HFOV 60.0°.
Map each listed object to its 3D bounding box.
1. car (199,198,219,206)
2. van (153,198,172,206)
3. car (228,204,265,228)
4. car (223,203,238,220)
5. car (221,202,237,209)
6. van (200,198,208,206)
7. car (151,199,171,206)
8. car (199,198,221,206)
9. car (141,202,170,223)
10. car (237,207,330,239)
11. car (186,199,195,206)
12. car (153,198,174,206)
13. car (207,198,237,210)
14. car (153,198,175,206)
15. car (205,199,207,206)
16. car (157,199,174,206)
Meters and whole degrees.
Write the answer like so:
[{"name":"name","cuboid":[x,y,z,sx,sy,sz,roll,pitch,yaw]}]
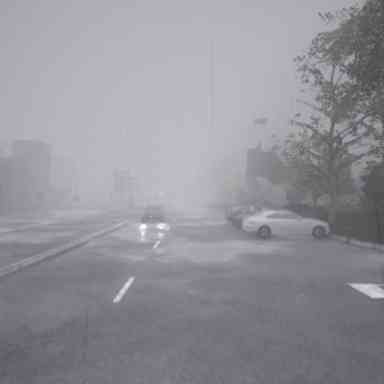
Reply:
[{"name":"car","cuboid":[4.680,2.833,92.874,5.566,2.045,2.435,0,-2,-1]},{"name":"van","cuboid":[-7.329,2.470,82.740,4.442,1.987,1.878,0,-2,-1]},{"name":"car","cuboid":[5.088,1.726,21.398,5.008,1.535,2.097,0,-1,0]},{"name":"car","cuboid":[5.076,1.765,24.671,4.892,1.521,2.231,0,-1,0]},{"name":"car","cuboid":[5.078,1.842,27.947,4.674,1.452,2.002,0,-1,0]},{"name":"van","cuboid":[4.764,2.274,76.247,4.442,1.987,1.878,0,-2,-1]},{"name":"car","cuboid":[-7.387,2.471,79.701,4.553,1.767,2.185,0,-2,-1]},{"name":"car","cuboid":[4.753,2.610,87.416,5.566,2.045,2.435,0,-2,-1]},{"name":"car","cuboid":[-3.271,1.842,29.117,1.837,1.490,4.892,0,-1,0]},{"name":"car","cuboid":[5.080,1.731,18.249,4.674,1.452,2.002,0,-1,0]},{"name":"car","cuboid":[-0.261,2.596,81.653,1.837,1.490,4.892,0,-2,-1]},{"name":"car","cuboid":[-7.577,2.509,76.779,5.366,1.575,1.946,0,-2,-1]},{"name":"car","cuboid":[5.109,1.955,52.283,4.553,1.767,2.185,0,-1,0]},{"name":"car","cuboid":[-7.479,2.666,88.929,5.566,2.045,2.435,0,-2,-1]},{"name":"car","cuboid":[5.036,2.159,55.451,4.674,1.452,2.002,0,-1,0]},{"name":"car","cuboid":[-7.557,3.039,94.872,4.553,1.767,2.185,0,-2,-1]}]
